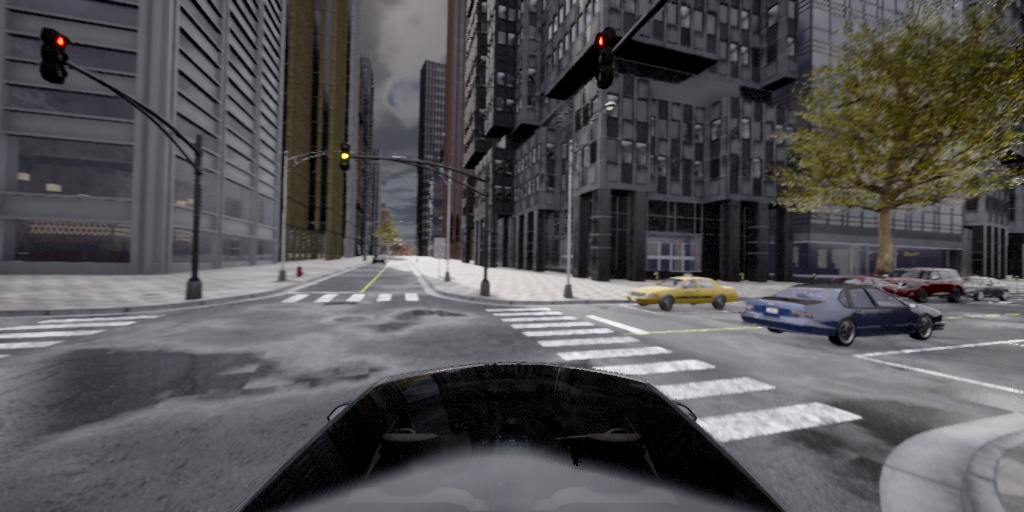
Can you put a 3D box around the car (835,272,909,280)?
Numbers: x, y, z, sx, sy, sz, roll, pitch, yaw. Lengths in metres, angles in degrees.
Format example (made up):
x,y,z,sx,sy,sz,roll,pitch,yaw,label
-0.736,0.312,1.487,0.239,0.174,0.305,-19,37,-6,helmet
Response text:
x,y,z,sx,sy,sz,roll,pitch,yaw,label
17.424,1.694,18.295,4.507,1.381,1.888,0,0,-17,car

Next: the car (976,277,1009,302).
x,y,z,sx,sy,sz,roll,pitch,yaw,label
27.521,1.927,21.439,4.403,1.370,2.007,0,0,-17,car

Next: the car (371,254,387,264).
x,y,z,sx,sy,sz,roll,pitch,yaw,label
-20.429,0.502,55.176,1.837,1.490,4.892,1,0,-17,car

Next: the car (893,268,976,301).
x,y,z,sx,sy,sz,roll,pitch,yaw,label
22.473,1.577,19.867,5.009,1.841,2.192,0,0,-17,car

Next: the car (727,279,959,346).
x,y,z,sx,sy,sz,roll,pitch,yaw,label
8.787,1.439,9.573,5.357,1.411,2.033,1,-1,-17,car

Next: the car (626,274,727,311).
x,y,z,sx,sy,sz,roll,pitch,yaw,label
7.161,1.450,15.105,4.829,1.417,1.751,0,0,-17,car
